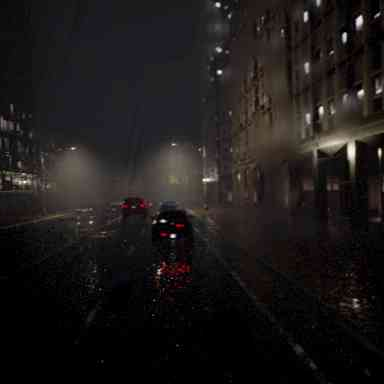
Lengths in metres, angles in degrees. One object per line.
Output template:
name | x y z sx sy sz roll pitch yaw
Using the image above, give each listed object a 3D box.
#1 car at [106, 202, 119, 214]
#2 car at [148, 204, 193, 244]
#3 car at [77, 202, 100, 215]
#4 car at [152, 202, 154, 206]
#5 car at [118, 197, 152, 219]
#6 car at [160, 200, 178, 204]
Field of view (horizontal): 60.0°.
car | -9.632 1.976 42.212 1.994 1.385 4.181 -2 0 -4
car | -0.980 1.587 16.390 1.837 1.490 4.892 -2 0 -4
car | -12.828 2.031 41.288 1.812 1.442 4.674 -2 0 -4
car | -6.957 1.953 52.039 1.895 1.301 4.718 -2 0 -4
car | -5.470 1.480 32.589 2.150 2.045 5.566 -2 0 -4
car | -2.582 1.663 37.403 1.882 1.535 5.008 -2 0 -4
